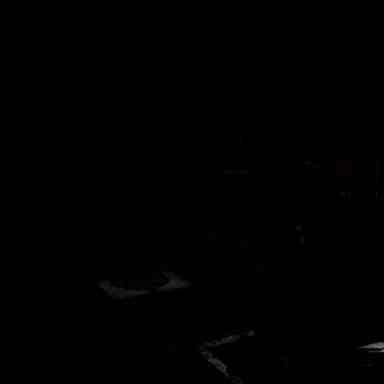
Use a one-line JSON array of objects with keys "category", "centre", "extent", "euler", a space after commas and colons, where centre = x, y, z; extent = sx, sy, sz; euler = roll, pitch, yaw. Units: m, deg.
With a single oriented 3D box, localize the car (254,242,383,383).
[{"category": "car", "centre": [2.864, 1.452, 4.549], "extent": [4.313, 1.339, 1.947], "euler": [0, 3, -30]}]
